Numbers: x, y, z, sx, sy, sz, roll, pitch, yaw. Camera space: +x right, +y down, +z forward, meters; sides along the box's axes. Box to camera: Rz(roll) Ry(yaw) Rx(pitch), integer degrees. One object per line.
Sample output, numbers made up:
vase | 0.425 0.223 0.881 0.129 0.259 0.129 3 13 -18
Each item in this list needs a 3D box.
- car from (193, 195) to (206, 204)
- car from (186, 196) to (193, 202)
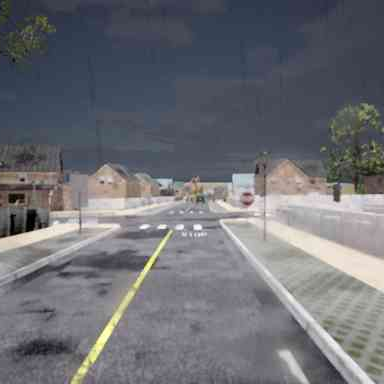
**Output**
car | 1.994 1.752 77.515 2.150 2.045 5.566 0 -1 3
car | -0.538 1.719 81.792 2.128 1.511 4.902 0 -1 3
